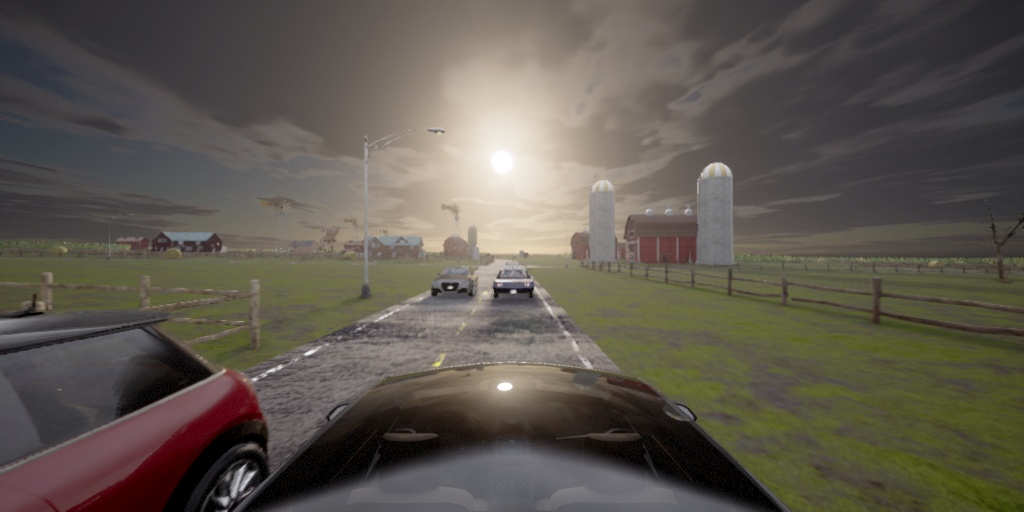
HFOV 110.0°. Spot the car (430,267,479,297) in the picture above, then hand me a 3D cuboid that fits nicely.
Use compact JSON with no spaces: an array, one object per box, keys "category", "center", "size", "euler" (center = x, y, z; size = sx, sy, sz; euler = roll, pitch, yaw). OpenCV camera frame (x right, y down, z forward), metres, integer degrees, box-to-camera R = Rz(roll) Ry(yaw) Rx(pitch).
[{"category":"car","center":[-2.818,1.246,18.362],"size":[1.994,1.385,4.181],"euler":[0,0,0]}]

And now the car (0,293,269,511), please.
[{"category":"car","center":[-2.833,1.107,0.704],"size":[2.097,1.767,4.553],"euler":[0,0,0]}]

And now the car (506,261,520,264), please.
[{"category":"car","center":[0.099,1.205,38.089],"size":[1.895,1.301,4.718],"euler":[0,0,0]}]

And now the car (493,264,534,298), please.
[{"category":"car","center":[0.079,1.285,18.033],"size":[1.895,1.301,4.718],"euler":[0,0,0]}]
